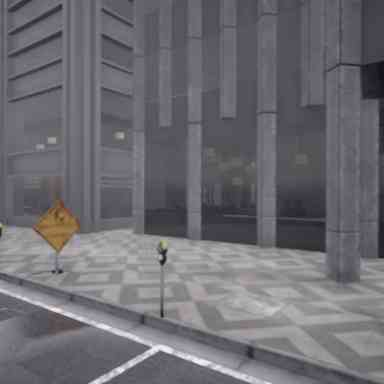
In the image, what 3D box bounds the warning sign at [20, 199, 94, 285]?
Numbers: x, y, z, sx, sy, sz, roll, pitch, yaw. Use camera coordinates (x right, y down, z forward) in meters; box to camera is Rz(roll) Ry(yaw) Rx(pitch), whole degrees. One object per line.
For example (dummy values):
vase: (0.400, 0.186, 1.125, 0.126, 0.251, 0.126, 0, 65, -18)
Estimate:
warning sign: (-3.286, 1.116, 8.154, 1.060, 1.860, 1.300, 0, 0, 36)
